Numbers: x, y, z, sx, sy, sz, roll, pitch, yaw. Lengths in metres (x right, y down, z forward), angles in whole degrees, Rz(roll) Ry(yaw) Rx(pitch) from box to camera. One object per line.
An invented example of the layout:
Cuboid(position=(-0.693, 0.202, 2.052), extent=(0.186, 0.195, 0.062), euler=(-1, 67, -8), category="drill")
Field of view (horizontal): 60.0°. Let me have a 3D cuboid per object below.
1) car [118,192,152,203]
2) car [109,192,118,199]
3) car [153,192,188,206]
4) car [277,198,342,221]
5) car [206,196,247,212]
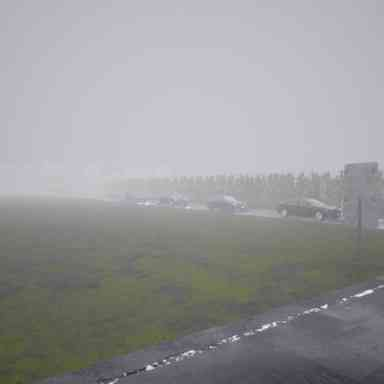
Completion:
Cuboid(position=(-8.384, 0.773, 48.648), extent=(2.033, 1.411, 5.357), euler=(1, 1, -35), category="car")
Cuboid(position=(-13.635, 0.592, 60.749), extent=(1.994, 1.385, 4.181), euler=(1, 1, -36), category="car")
Cuboid(position=(-2.404, 0.756, 40.296), extent=(2.097, 1.767, 4.553), euler=(1, 1, -36), category="car")
Cuboid(position=(8.655, 1.217, 24.862), extent=(1.882, 1.535, 5.008), euler=(1, 1, -34), category="car")
Cuboid(position=(3.288, 1.101, 32.390), extent=(1.812, 1.442, 4.674), euler=(1, 1, -36), category="car")
